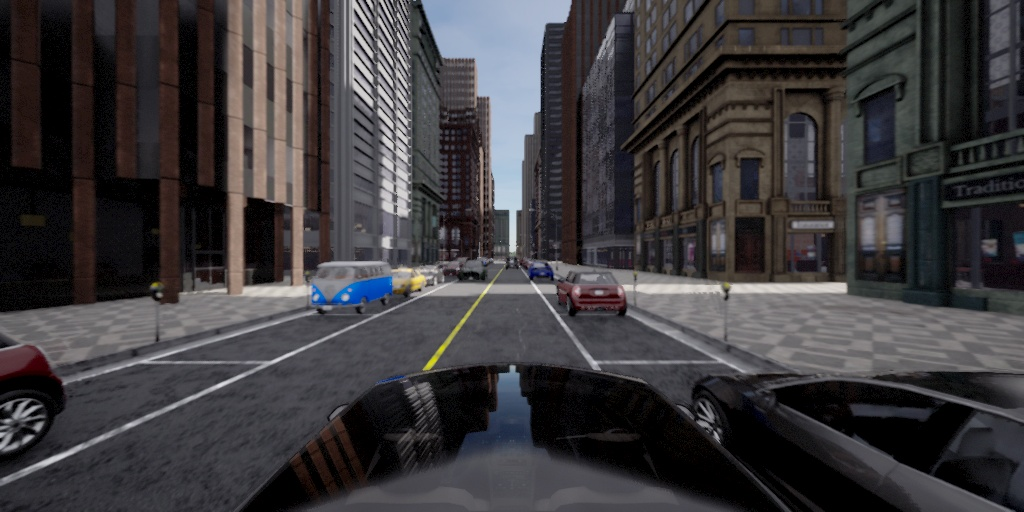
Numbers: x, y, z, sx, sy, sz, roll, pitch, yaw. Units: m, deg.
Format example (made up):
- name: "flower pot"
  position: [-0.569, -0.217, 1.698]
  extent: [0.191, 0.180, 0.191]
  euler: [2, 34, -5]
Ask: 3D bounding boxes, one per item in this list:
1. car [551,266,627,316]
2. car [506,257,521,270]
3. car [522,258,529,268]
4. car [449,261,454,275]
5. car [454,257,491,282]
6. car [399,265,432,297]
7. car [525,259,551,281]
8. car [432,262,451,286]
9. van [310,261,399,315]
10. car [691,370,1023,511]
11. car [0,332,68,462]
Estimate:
- name: "car"
  position: [2.764, 1.186, 13.300]
  extent: [1.967, 1.591, 4.097]
  euler: [0, 0, 0]
- name: "car"
  position: [0.050, 1.275, 53.503]
  extent: [1.812, 1.442, 4.674]
  euler: [0, 0, 1]
- name: "car"
  position: [2.770, 1.331, 52.754]
  extent: [1.802, 1.307, 4.207]
  euler: [0, 0, 0]
- name: "car"
  position: [-5.757, 1.187, 35.840]
  extent: [1.967, 1.591, 4.097]
  euler: [0, 0, 0]
- name: "car"
  position: [-3.090, 1.098, 29.222]
  extent: [2.097, 1.767, 4.553]
  euler: [0, 0, 0]
- name: "car"
  position: [-5.760, 1.271, 18.761]
  extent: [1.751, 1.417, 4.829]
  euler: [0, 0, 0]
- name: "car"
  position: [2.365, 1.223, 30.180]
  extent: [1.882, 1.535, 5.008]
  euler: [0, 0, 0]
- name: "car"
  position: [-5.759, 1.296, 24.567]
  extent: [2.007, 1.370, 4.403]
  euler: [0, 0, 0]
- name: "van"
  position: [-5.761, 1.088, 13.294]
  extent: [1.690, 1.789, 3.998]
  euler: [0, 0, 0]
- name: "car"
  position: [2.763, 1.316, 2.028]
  extent: [1.948, 1.339, 4.313]
  euler: [0, 0, 0]
- name: "car"
  position: [-5.762, 1.190, 2.021]
  extent: [1.967, 1.591, 4.097]
  euler: [0, 0, 0]
